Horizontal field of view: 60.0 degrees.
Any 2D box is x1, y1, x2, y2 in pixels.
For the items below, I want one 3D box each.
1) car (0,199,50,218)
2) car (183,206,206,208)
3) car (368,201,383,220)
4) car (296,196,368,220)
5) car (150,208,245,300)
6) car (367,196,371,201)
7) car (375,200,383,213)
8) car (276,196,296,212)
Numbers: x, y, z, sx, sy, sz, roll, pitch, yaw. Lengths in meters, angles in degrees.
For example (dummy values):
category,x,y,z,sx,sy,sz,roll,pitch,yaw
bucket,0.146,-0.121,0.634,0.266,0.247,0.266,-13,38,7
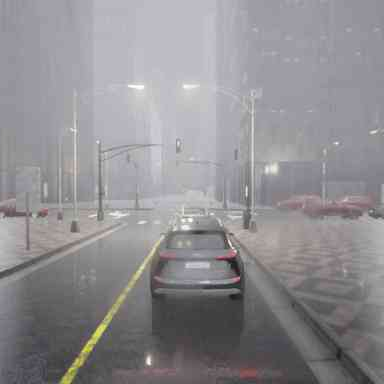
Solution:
category,x,y,z,sx,sy,sz,roll,pitch,yaw
car,-14.857,1.581,29.176,4.507,1.381,1.887,0,1,0
car,0.133,1.515,17.513,1.837,1.490,4.892,0,0,0
car,17.827,1.756,29.204,4.313,1.339,1.947,0,1,0
car,12.184,1.477,29.196,5.009,1.841,2.192,0,1,0
car,0.126,1.432,8.426,2.033,1.649,4.856,0,0,1
car,17.831,1.371,37.725,5.009,1.841,2.192,0,1,0
car,23.472,1.652,37.732,4.313,1.339,1.947,0,1,0
car,12.188,1.343,37.720,5.009,1.841,2.192,0,1,0
